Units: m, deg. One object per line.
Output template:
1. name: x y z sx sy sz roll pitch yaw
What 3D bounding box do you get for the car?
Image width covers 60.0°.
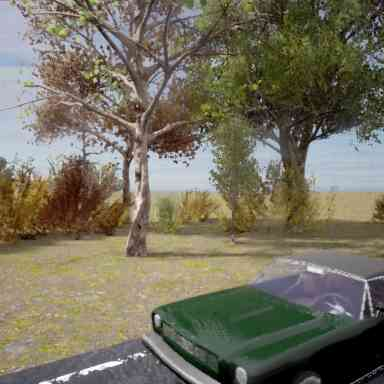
1. car: 1.767 1.601 4.540 4.718 1.301 1.895 0 0 -34
